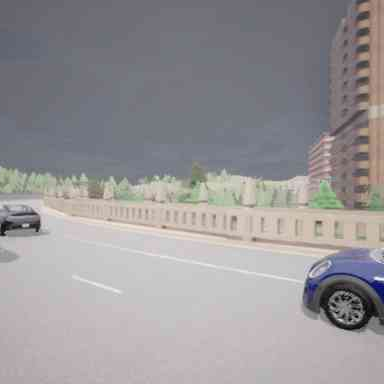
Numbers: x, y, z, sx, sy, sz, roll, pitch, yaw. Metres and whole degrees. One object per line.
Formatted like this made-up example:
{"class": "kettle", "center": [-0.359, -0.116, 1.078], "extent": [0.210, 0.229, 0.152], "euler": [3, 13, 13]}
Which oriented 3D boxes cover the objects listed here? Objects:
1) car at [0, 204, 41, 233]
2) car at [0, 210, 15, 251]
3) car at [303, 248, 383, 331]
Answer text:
{"class": "car", "center": [-9.829, 1.432, 18.224], "extent": [2.128, 1.511, 4.902], "euler": [0, 0, -42]}
{"class": "car", "center": [-8.067, 1.443, 11.276], "extent": [4.902, 1.511, 2.128], "euler": [0, 0, 44]}
{"class": "car", "center": [4.245, 1.379, 5.417], "extent": [4.553, 1.767, 2.097], "euler": [0, 0, 35]}
